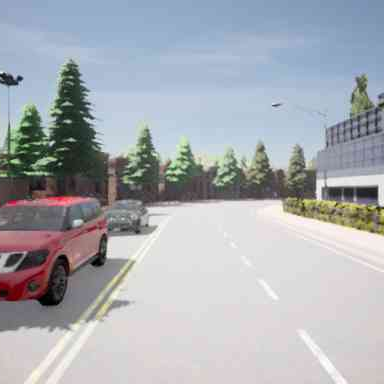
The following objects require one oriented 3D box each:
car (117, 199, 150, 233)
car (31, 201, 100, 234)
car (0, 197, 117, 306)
[{"bbox_3d":[-3.644,1.229,18.457,2.097,1.767,4.553,0,0,0],"label":"car"},{"bbox_3d":[-7.144,1.376,19.478,2.128,1.511,4.902,0,0,1],"label":"car"},{"bbox_3d":[-3.645,1.174,8.252,2.150,2.045,5.566,0,0,0],"label":"car"}]
